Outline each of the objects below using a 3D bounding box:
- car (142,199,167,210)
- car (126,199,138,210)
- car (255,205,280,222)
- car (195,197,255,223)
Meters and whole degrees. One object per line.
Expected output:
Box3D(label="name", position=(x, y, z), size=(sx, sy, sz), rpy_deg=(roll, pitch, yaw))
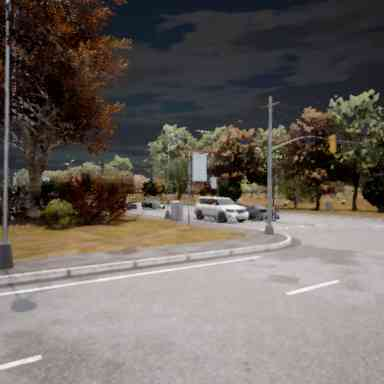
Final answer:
Box3D(label="car", position=(-5.305, 1.721, 46.333), size=(2.128, 1.511, 4.902), rpy_deg=(1, 0, -34))
Box3D(label="car", position=(-9.071, 1.685, 45.681), size=(1.837, 1.490, 4.892), rpy_deg=(1, 0, -34))
Box3D(label="car", position=(5.689, 1.826, 29.224), size=(1.994, 1.385, 4.181), rpy_deg=(1, 0, -32))
Box3D(label="car", position=(2.349, 1.440, 27.994), size=(2.150, 2.045, 5.566), rpy_deg=(1, 0, -31))
